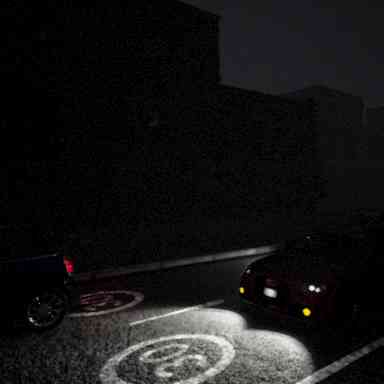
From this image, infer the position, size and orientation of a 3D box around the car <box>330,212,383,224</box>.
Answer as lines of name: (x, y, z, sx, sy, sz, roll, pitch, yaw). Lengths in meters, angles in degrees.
car: (6.656, 1.506, 12.969, 5.357, 1.411, 2.033, 0, 0, -36)

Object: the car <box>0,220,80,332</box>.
car: (-4.251, 1.353, 5.194, 4.553, 1.767, 2.097, 0, 0, -35)

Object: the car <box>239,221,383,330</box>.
car: (2.974, 1.549, 6.907, 4.181, 1.385, 1.994, 0, 0, -35)
